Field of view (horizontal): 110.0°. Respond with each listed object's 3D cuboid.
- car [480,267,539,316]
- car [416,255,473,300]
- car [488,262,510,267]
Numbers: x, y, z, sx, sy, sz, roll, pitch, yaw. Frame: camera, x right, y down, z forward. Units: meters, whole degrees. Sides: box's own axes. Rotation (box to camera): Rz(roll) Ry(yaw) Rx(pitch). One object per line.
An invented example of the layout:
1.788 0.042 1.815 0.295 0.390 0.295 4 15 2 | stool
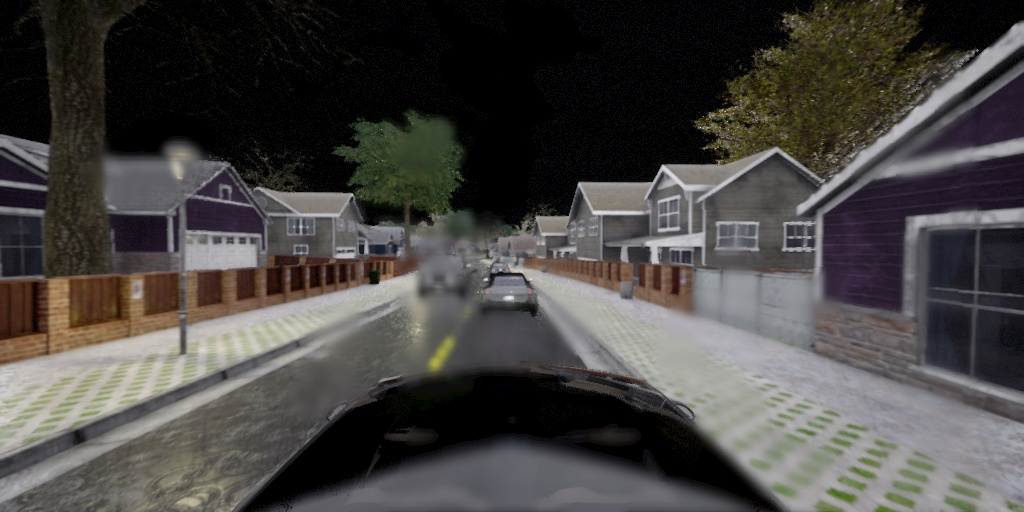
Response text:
-0.127 1.289 13.319 1.994 1.385 4.181 0 0 -2 | car
-3.146 0.943 17.744 2.150 2.045 5.566 0 0 -2 | car
-1.168 1.235 32.940 2.033 1.411 5.357 0 0 -5 | car
